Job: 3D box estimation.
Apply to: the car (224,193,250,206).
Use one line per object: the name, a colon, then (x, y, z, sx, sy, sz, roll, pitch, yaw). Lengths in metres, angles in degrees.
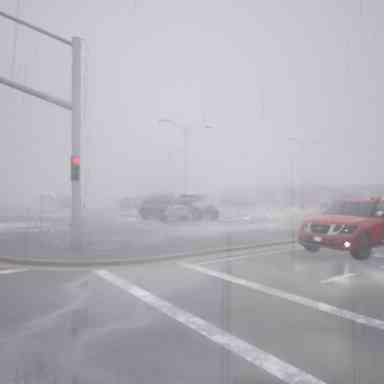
car: (6.302, 1.153, 51.332, 1.932, 1.855, 4.605, 0, 0, -35)

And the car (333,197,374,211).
car: (18.748, 1.398, 38.645, 1.970, 1.475, 3.806, 0, 0, -35)

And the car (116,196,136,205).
car: (-11.426, 1.391, 57.243, 1.970, 1.475, 3.806, 0, 0, -35)

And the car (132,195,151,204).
car: (-9.054, 1.360, 58.903, 1.784, 1.438, 3.905, 0, 0, -35)

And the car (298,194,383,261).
car: (6.500, 1.222, 12.702, 5.566, 2.045, 2.150, 0, 0, -34)

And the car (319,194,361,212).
car: (16.370, 1.158, 36.993, 1.905, 1.878, 3.866, 0, 0, -35)

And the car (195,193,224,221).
car: (0.318, 1.155, 25.705, 1.905, 1.878, 3.866, 0, 0, -35)

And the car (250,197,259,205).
car: (8.711, 1.364, 52.941, 1.784, 1.438, 3.905, 0, 0, -35)

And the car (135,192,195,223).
car: (-2.084, 1.152, 24.089, 1.932, 1.855, 4.605, 0, 0, -35)

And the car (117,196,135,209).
car: (-7.487, 1.393, 41.564, 1.970, 1.475, 3.806, 0, 0, -35)
